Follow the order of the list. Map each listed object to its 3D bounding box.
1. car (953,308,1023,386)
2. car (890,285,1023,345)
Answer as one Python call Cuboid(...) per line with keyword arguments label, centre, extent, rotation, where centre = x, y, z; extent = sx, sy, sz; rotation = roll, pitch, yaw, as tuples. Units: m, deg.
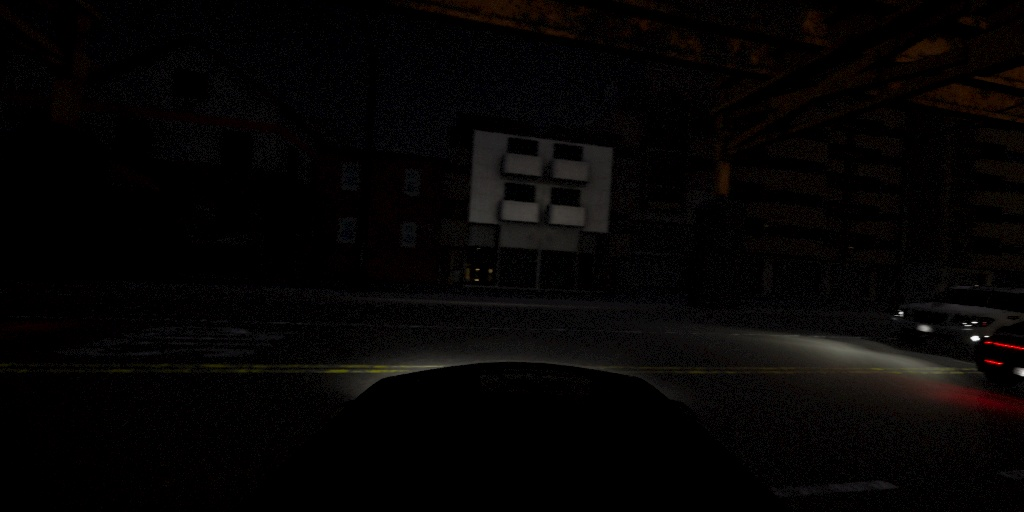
Cuboid(label="car", centre=(11.705, 2.020, 6.864), extent=(4.892, 1.490, 1.837), rotation=(4, 0, -9))
Cuboid(label="car", centre=(14.919, 1.960, 11.107), extent=(5.566, 2.045, 2.150), rotation=(4, 0, -11))
